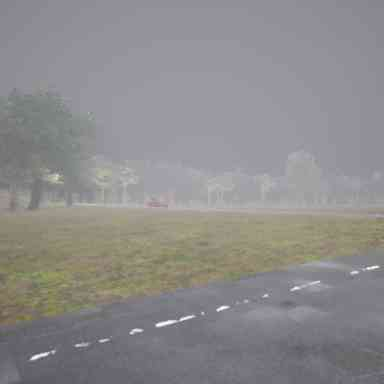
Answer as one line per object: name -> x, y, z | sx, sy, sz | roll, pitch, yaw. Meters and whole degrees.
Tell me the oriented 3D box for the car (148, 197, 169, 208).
car -> -6.550, 2.084, 64.072 | 2.150, 2.045, 5.566 | 2, -2, -34
